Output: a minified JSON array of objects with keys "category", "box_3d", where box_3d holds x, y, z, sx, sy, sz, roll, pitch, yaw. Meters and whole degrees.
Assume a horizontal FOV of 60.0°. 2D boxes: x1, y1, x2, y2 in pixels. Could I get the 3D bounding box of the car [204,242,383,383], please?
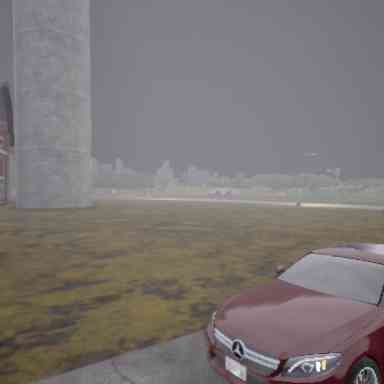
[{"category":"car","box_3d":[2.332,1.519,4.719,4.674,1.442,1.812,0,0,-36]}]
